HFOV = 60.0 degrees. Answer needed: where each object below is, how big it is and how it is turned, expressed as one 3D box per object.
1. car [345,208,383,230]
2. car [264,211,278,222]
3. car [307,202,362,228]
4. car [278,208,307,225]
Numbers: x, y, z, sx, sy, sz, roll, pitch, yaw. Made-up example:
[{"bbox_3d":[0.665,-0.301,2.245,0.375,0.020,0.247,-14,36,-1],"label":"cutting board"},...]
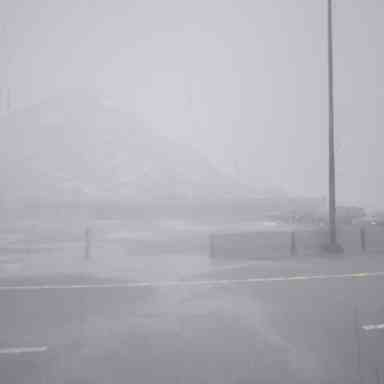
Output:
[{"bbox_3d":[12.841,1.992,22.397,4.674,1.442,1.812,1,-1,-27],"label":"car"},{"bbox_3d":[9.524,2.226,32.457,5.357,1.411,2.033,1,-2,-30],"label":"car"},{"bbox_3d":[11.541,1.865,25.659,4.553,1.767,2.097,1,-1,-28],"label":"car"},{"bbox_3d":[10.131,2.167,28.840,4.718,1.301,1.895,1,-2,-28],"label":"car"}]
